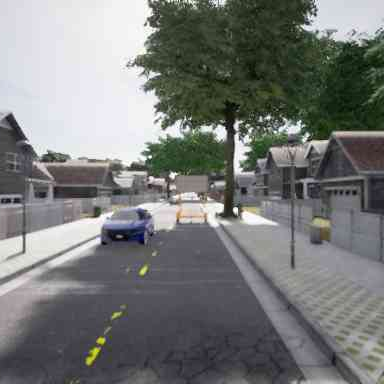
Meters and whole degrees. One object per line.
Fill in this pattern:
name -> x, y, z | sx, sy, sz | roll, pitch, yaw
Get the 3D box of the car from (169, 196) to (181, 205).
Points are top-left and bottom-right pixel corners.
car -> -2.817, 1.412, 56.167 | 2.128, 1.511, 4.902 | 0, 0, 0

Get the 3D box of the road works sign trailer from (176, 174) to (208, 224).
road works sign trailer -> 0.001, 0.446, 24.509 | 2.380, 3.560, 2.880 | 0, 0, 0

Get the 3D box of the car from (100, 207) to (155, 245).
car -> -2.853, 1.468, 15.571 | 1.882, 1.535, 5.008 | 0, 0, 0
